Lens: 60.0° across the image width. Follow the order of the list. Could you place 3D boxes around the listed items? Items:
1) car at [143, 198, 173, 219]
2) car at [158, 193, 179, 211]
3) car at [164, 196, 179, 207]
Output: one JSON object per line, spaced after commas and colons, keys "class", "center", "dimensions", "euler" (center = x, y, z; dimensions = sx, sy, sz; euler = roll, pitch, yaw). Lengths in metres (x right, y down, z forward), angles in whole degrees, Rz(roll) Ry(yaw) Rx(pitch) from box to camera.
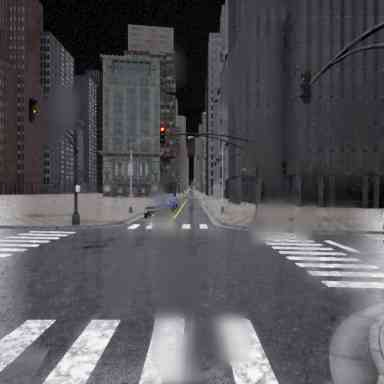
{"class": "car", "center": [-3.107, 1.546, 29.850], "dimensions": [2.033, 1.411, 5.357], "euler": [0, 0, 0]}
{"class": "car", "center": [-3.107, 1.220, 40.164], "dimensions": [2.150, 2.045, 5.566], "euler": [0, 0, 0]}
{"class": "car", "center": [-3.099, 1.475, 50.764], "dimensions": [1.882, 1.535, 5.008], "euler": [0, 0, 0]}
